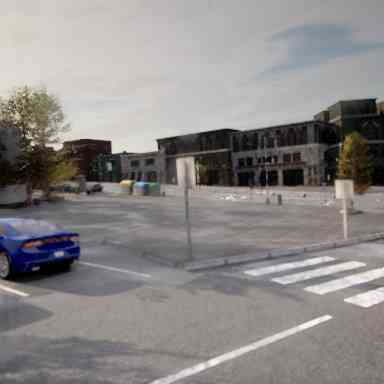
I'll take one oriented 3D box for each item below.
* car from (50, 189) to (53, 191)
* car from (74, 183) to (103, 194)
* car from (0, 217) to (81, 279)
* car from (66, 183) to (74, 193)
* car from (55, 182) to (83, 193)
[{"bbox_3d":[-23.429,-0.945,58.755,2.097,1.535,5.008,1,6,15],"label":"car"},{"bbox_3d":[-16.180,-0.518,53.653,2.163,1.488,4.792,1,6,16],"label":"car"},{"bbox_3d":[-5.481,1.506,10.160,5.008,1.535,2.097,-1,-1,36],"label":"car"},{"bbox_3d":[-18.573,-0.685,55.400,2.231,1.521,4.892,1,6,16],"label":"car"},{"bbox_3d":[-21.002,-0.776,57.087,2.002,1.452,4.674,0,6,15],"label":"car"}]
